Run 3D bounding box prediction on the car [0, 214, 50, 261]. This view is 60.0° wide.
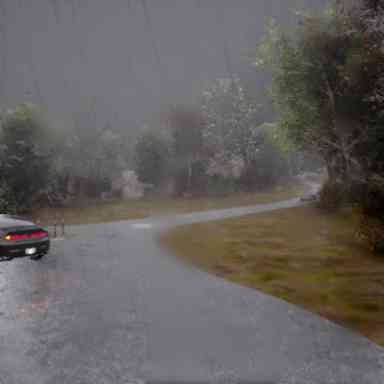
[{"bbox_3d":[-6.690,1.509,10.874,4.892,1.490,1.837,-2,-1,33],"label":"car"}]

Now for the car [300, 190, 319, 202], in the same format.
[{"bbox_3d":[19.321,0.828,55.316,1.994,1.385,4.181,-2,1,31],"label":"car"}]

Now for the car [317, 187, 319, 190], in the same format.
[{"bbox_3d":[27.863,-0.282,70.788,2.150,2.045,5.566,0,3,26],"label":"car"}]
